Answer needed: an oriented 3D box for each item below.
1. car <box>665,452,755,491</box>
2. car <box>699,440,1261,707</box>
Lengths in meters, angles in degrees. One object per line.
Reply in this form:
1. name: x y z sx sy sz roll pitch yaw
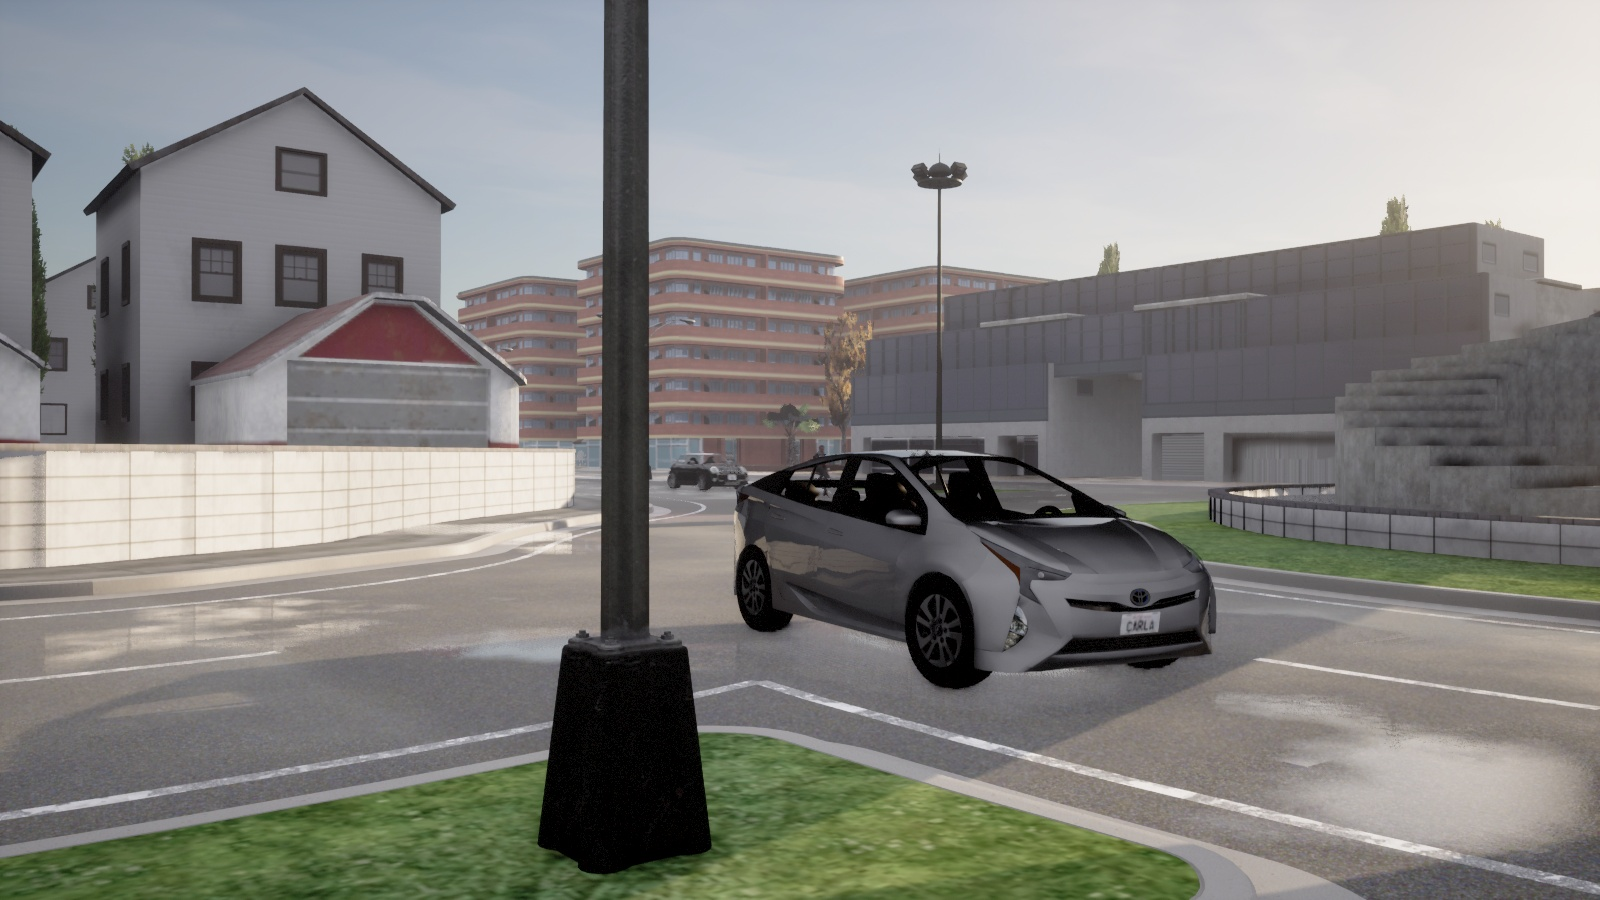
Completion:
1. car: -3.683 0.842 50.864 1.970 1.475 3.806 0 0 -34
2. car: 1.037 0.713 9.641 2.007 1.525 4.514 0 0 -28
